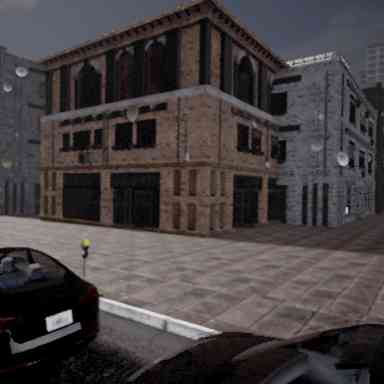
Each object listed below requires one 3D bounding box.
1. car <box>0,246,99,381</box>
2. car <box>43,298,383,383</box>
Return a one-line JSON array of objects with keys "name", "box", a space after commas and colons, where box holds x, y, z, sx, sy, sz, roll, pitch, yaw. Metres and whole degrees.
[{"name": "car", "box": [-3.251, 1.538, 5.133, 4.313, 1.339, 1.947, 0, 1, 35]}, {"name": "car", "box": [1.293, 1.566, 1.895, 4.313, 1.339, 1.947, 0, 1, 35]}]
